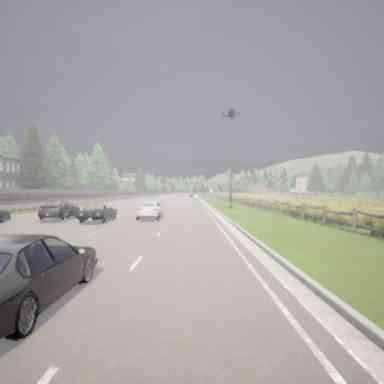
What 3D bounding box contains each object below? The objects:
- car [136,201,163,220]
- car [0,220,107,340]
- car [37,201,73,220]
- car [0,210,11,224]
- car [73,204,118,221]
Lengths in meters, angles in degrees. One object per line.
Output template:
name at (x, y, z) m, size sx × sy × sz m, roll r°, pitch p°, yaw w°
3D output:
car at (-3.417, 1.483, 27.360) m, size 1.812 × 1.442 × 4.674 m, roll 0°, pitch 0°, yaw 0°
car at (-3.405, 1.537, 6.436) m, size 2.033 × 1.411 × 5.357 m, roll 0°, pitch 0°, yaw 0°
car at (-10.406, 1.450, 26.359) m, size 2.128 × 1.511 × 4.902 m, roll 0°, pitch 0°, yaw 0°
car at (-13.907, 1.513, 21.456) m, size 2.033 × 1.411 × 5.357 m, roll 0°, pitch 0°, yaw 0°
car at (-6.905, 1.562, 24.752) m, size 1.895 × 1.301 × 4.718 m, roll 0°, pitch 0°, yaw 0°
